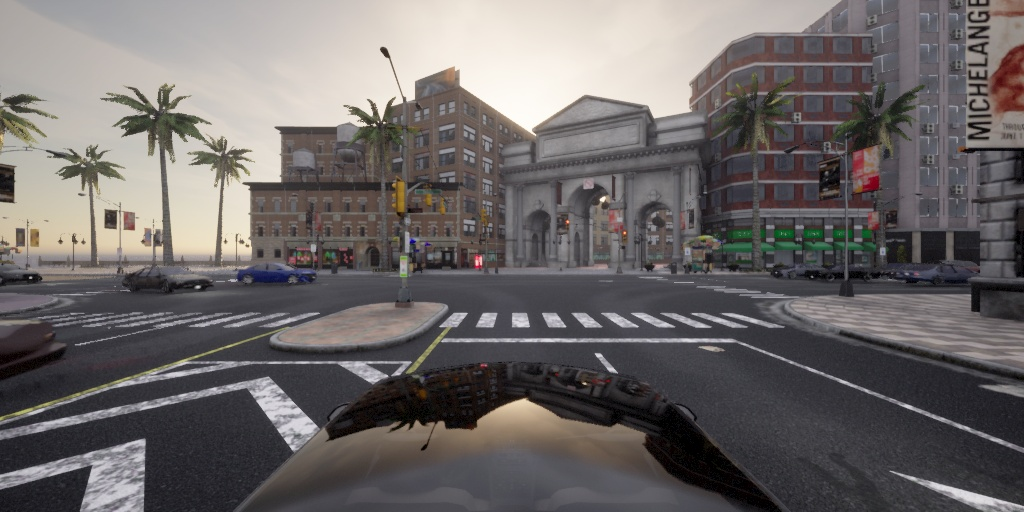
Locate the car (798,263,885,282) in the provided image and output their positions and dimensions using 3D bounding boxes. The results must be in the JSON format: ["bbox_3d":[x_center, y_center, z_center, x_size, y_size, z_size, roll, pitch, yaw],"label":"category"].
[{"bbox_3d":[26.105,1.351,28.525,4.718,1.301,1.895,0,0,1],"label":"car"}]

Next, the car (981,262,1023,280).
[{"bbox_3d":[44.745,1.255,31.199,4.892,1.490,1.837,0,0,8],"label":"car"}]

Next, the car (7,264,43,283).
[{"bbox_3d":[-36.352,1.252,25.301,4.892,1.490,1.837,1,0,0],"label":"car"}]

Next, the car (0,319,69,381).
[{"bbox_3d":[-8.037,1.297,3.240,2.033,1.411,5.357,0,0,1],"label":"car"}]

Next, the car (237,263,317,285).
[{"bbox_3d":[-16.400,1.227,25.152,5.008,1.535,1.882,0,0,0],"label":"car"}]

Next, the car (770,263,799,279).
[{"bbox_3d":[25.589,1.314,32.013,4.181,1.385,1.994,0,0,1],"label":"car"}]

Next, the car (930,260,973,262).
[{"bbox_3d":[34.060,1.102,28.372,4.553,1.767,2.097,0,0,2],"label":"car"}]

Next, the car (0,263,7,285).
[{"bbox_3d":[-35.114,0.973,21.792,5.566,2.045,2.150,0,0,0],"label":"car"}]

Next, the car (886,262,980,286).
[{"bbox_3d":[29.847,1.297,24.808,5.357,1.411,2.033,0,0,0],"label":"car"}]

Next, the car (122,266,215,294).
[{"bbox_3d":[-19.454,1.298,20.251,5.357,1.411,2.033,0,0,19],"label":"car"}]
